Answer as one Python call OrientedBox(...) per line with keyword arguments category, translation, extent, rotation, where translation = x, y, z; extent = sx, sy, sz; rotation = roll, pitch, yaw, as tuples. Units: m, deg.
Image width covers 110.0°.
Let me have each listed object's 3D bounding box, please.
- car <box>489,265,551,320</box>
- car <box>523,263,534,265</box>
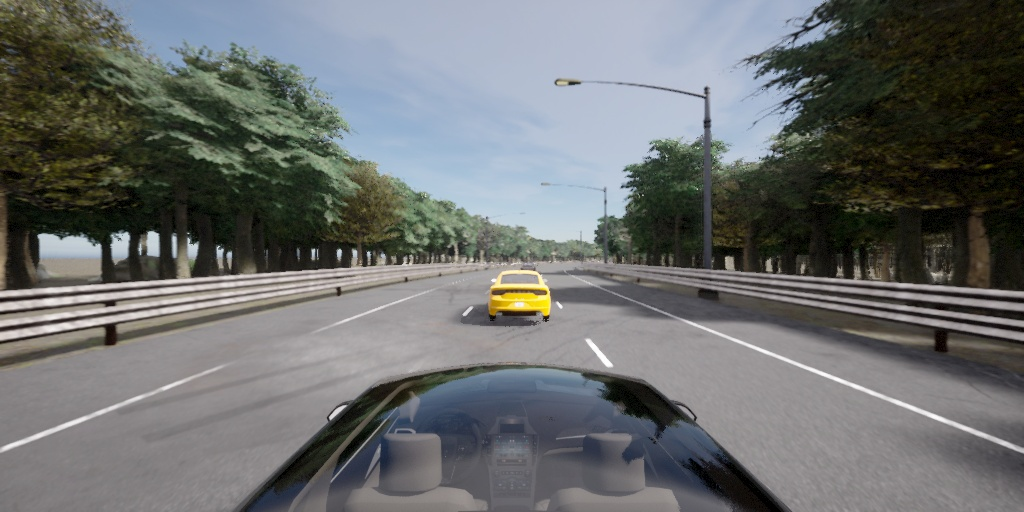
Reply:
OrientedBox(category="car", translation=(0.268, 1.238, 12.681), extent=(1.882, 1.535, 5.008), rotation=(0, 0, 1))
OrientedBox(category="car", translation=(2.033, 1.574, 44.246), extent=(2.128, 1.511, 4.902), rotation=(0, -1, 5))
